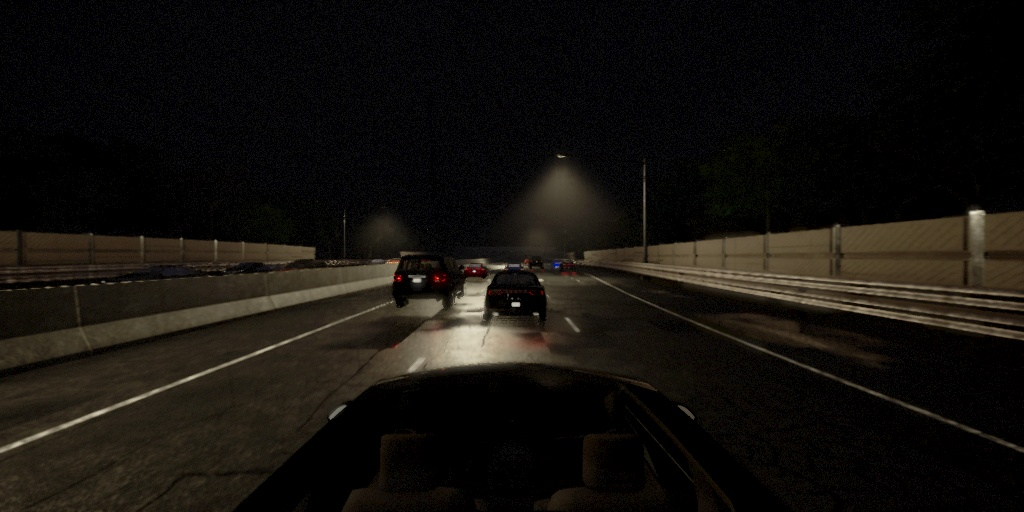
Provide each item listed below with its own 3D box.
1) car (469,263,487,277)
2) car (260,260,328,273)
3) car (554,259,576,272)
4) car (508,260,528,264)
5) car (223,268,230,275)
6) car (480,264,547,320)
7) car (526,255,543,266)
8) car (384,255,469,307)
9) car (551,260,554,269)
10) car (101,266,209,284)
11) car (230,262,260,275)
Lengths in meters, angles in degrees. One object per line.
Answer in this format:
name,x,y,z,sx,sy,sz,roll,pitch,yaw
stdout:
car,-3.294,1.321,33.446,1.994,1.385,4.181,0,0,0
car,-14.043,1.101,23.940,2.097,1.767,4.553,0,0,0
car,7.138,1.271,46.753,2.128,1.511,4.902,0,0,2
car,0.208,1.322,33.623,1.994,1.385,4.181,0,0,0
car,-23.753,1.278,32.437,1.812,1.442,4.674,0,0,-3
car,0.115,1.227,12.675,1.882,1.535,5.008,0,0,0
car,3.830,1.028,58.388,2.150,2.045,5.566,0,0,1
car,-3.378,0.971,15.487,2.150,2.045,5.566,0,0,0
car,7.313,1.282,56.900,1.882,1.535,5.008,0,0,1
car,-21.056,1.294,21.597,2.033,1.411,5.357,0,0,0
car,-17.534,1.297,26.505,2.033,1.411,5.357,0,0,0
